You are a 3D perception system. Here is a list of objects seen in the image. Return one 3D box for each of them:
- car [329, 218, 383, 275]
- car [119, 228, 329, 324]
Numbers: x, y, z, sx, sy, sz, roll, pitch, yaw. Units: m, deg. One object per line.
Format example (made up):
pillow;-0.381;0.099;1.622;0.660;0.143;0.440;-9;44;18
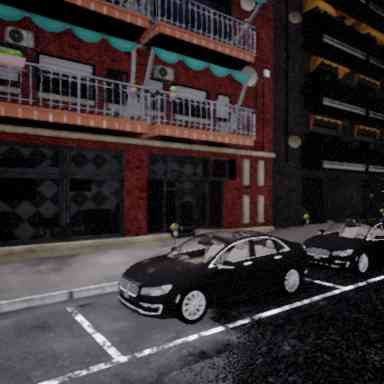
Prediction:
car;5.147;1.508;10.223;4.403;1.369;2.008;0;1;-36
car;0.651;1.531;7.015;4.403;1.369;2.008;0;1;-35
